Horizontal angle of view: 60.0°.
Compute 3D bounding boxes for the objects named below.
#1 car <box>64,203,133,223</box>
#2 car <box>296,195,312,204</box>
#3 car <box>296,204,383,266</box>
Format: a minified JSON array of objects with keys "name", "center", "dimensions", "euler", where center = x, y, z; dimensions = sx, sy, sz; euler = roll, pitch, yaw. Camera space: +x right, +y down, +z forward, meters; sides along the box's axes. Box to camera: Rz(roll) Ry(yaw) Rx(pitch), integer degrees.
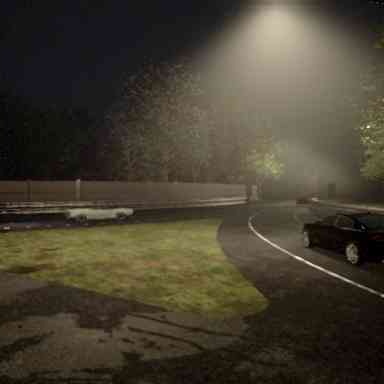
[{"name":"car","center":[-6.927,1.503,24.733],"dimensions":[4.718,1.301,1.895],"euler":[0,0,-32]},{"name":"car","center":[15.986,1.155,46.711],"dimensions":[1.882,1.535,5.008],"euler":[0,0,30]},{"name":"car","center":[5.476,1.390,11.297],"dimensions":[1.882,1.535,5.008],"euler":[-1,0,-6]}]
